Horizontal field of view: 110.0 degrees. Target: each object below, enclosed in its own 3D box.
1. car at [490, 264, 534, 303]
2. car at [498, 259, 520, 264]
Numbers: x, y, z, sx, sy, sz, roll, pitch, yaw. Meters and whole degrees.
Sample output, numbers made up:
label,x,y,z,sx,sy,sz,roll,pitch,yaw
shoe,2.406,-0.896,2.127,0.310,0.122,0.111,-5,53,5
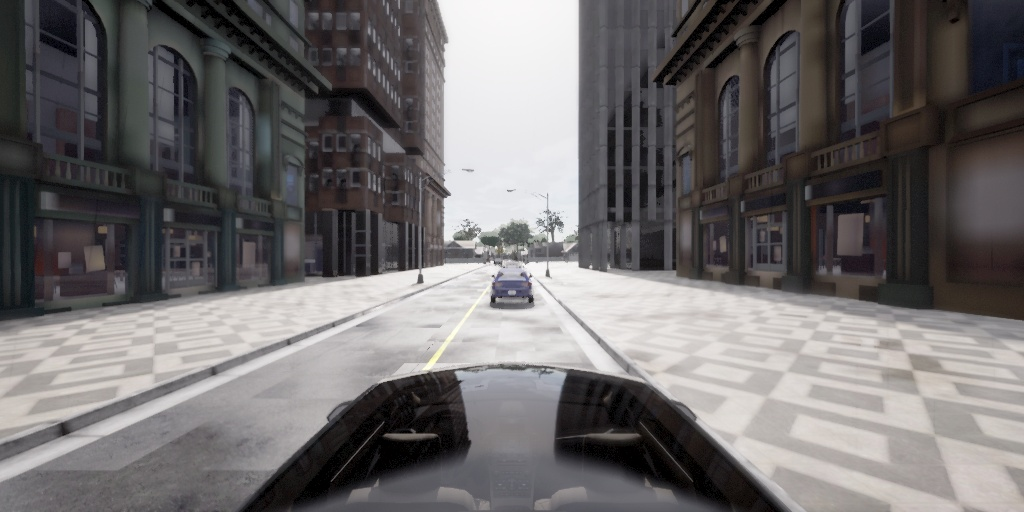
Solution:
label,x,y,z,sx,sy,sz,roll,pitch,yaw
car,0.001,1.279,16.500,1.812,1.442,4.674,0,0,0
car,0.000,1.256,31.500,1.837,1.490,4.892,0,0,0
